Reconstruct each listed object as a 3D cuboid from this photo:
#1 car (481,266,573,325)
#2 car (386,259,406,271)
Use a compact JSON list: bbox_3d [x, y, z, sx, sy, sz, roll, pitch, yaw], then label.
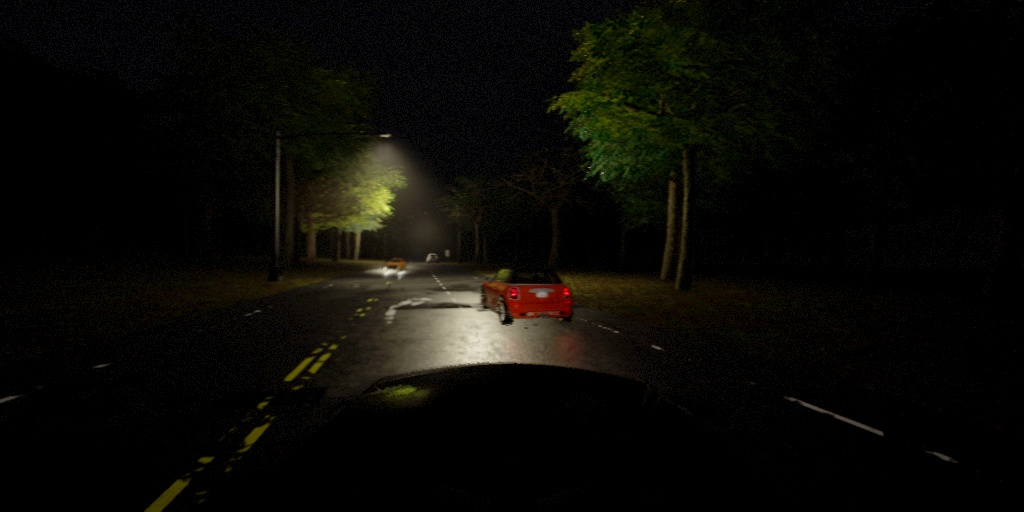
[{"bbox_3d":[0.288,1.112,12.147,2.097,1.767,4.553,1,0,-15],"label":"car"},{"bbox_3d":[-14.394,1.057,44.711,1.882,1.535,5.008,0,0,-8],"label":"car"}]
